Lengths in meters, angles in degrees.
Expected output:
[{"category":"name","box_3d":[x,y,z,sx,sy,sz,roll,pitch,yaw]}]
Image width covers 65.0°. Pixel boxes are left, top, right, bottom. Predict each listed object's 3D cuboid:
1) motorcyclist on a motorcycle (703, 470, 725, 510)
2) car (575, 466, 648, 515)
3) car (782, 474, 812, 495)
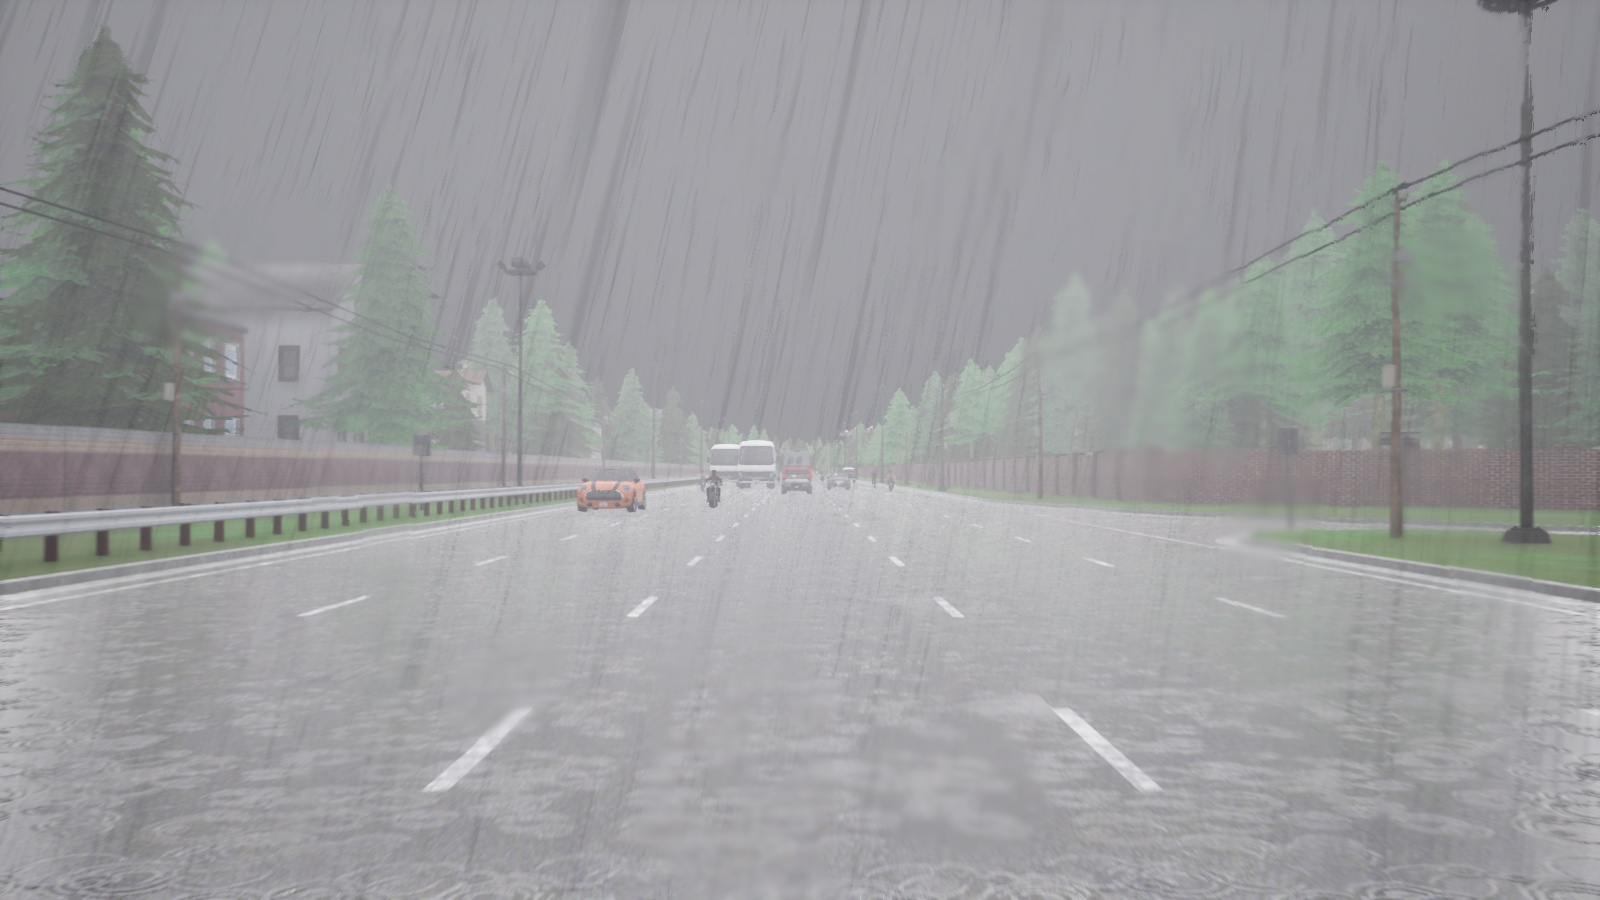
[{"category":"motorcyclist on a motorcycle","box_3d":[-3.632,1.669,53.234,0.766,1.649,2.350,0,-1,0]},{"category":"car","box_3d":[-7.119,1.502,47.871,2.097,1.767,4.553,0,-1,0]},{"category":"car","box_3d":[-0.213,2.322,86.322,1.994,1.385,4.181,0,-1,0]}]
